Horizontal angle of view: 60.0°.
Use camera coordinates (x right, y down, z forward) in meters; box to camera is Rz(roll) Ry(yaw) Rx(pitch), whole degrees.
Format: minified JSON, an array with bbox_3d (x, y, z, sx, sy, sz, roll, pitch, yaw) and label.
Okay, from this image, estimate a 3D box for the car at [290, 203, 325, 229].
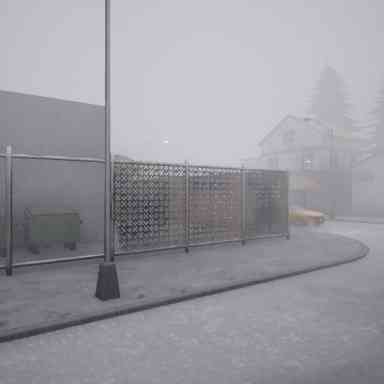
[{"bbox_3d":[6.407,1.478,22.285,1.882,1.535,5.008,0,0,-35],"label":"car"}]
